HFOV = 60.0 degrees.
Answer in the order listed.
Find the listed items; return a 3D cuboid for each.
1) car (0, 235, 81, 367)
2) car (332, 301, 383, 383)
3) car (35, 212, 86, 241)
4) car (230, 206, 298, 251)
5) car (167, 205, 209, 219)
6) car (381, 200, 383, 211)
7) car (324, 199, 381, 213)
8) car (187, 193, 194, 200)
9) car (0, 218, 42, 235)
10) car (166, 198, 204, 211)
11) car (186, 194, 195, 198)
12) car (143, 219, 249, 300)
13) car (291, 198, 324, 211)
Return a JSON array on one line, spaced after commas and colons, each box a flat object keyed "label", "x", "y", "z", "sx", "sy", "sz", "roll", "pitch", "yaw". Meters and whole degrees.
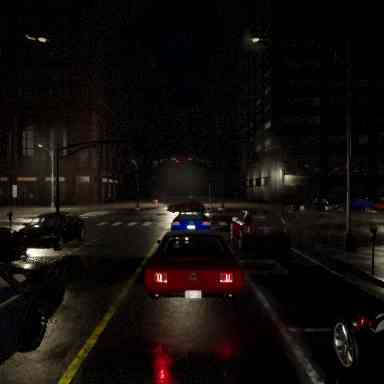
[{"label": "car", "x": -3.114, "y": 1.547, "z": 3.452, "sx": 2.033, "sy": 1.411, "sz": 5.357, "roll": 0, "pitch": 0, "yaw": 0}, {"label": "car", "x": 2.753, "y": 1.566, "z": 2.708, "sx": 1.947, "sy": 1.339, "sz": 4.313, "roll": 0, "pitch": 0, "yaw": 0}, {"label": "car", "x": -5.805, "y": 1.551, "z": 13.954, "sx": 2.008, "sy": 1.369, "sz": 4.403, "roll": 0, "pitch": 0, "yaw": 0}, {"label": "car", "x": 2.720, "y": 1.441, "z": 13.980, "sx": 1.967, "sy": 1.590, "sz": 4.097, "roll": 0, "pitch": 0, "yaw": 0}, {"label": "car", "x": -0.047, "y": 1.565, "z": 17.108, "sx": 1.994, "sy": 1.385, "sz": 4.181, "roll": 0, "pitch": 0, "yaw": 0}, {"label": "car", "x": 23.208, "y": 1.486, "z": 38.928, "sx": 4.181, "sy": 1.385, "sz": 1.994, "roll": 0, "pitch": 0, "yaw": -2}, {"label": "car", "x": 17.126, "y": 1.477, "z": 35.636, "sx": 4.674, "sy": 1.442, "sz": 1.812, "roll": 0, "pitch": 0, "yaw": 0}, {"label": "car", "x": -0.399, "y": 1.288, "z": 92.263, "sx": 2.097, "sy": 1.767, "sz": 4.553, "roll": 0, "pitch": 0, "yaw": 0}, {"label": "car", "x": -5.788, "y": 1.566, "z": 8.317, "sx": 1.947, "sy": 1.339, "sz": 4.313, "roll": 0, "pitch": 0, "yaw": 0}, {"label": "car", "x": -0.656, "y": 1.575, "z": 35.549, "sx": 4.181, "sy": 1.385, "sz": 1.994, "roll": 0, "pitch": 0, "yaw": 0}, {"label": "car", "x": -0.329, "y": 1.409, "z": 82.255, "sx": 2.097, "sy": 1.767, "sz": 4.553, "roll": 0, "pitch": 0, "yaw": 0}, {"label": "car", "x": 0.040, "y": 1.601, "z": 8.352, "sx": 1.895, "sy": 1.301, "sz": 4.718, "roll": 0, "pitch": 0, "yaw": 0}, {"label": "car", "x": 14.101, "y": 1.447, "z": 38.858, "sx": 4.892, "sy": 1.490, "sz": 1.837, "roll": 0, "pitch": 0, "yaw": 1}]
